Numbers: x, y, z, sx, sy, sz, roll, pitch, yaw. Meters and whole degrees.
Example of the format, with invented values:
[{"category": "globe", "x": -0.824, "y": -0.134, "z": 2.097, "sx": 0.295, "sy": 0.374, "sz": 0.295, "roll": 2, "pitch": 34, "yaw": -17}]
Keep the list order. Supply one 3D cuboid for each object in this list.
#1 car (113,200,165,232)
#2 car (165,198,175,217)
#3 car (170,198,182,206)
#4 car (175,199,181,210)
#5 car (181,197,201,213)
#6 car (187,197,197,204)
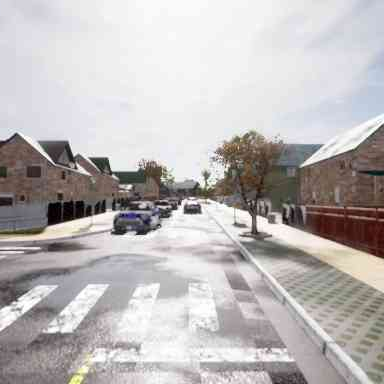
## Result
[{"category": "car", "x": -3.245, "y": 1.382, "z": 20.416, "sx": 2.097, "sy": 1.767, "sz": 4.553, "roll": 0, "pitch": 0, "yaw": 5}, {"category": "car", "x": -2.887, "y": 1.557, "z": 31.562, "sx": 1.837, "sy": 1.490, "sz": 4.892, "roll": 0, "pitch": 0, "yaw": 0}, {"category": "car", "x": -2.828, "y": 1.848, "z": 60.356, "sx": 1.895, "sy": 1.301, "sz": 4.718, "roll": 0, "pitch": 0, "yaw": 0}, {"category": "car", "x": -2.899, "y": 1.578, "z": 44.689, "sx": 1.882, "sy": 1.535, "sz": 5.008, "roll": 0, "pitch": 0, "yaw": 0}, {"category": "car", "x": 0.050, "y": 1.638, "z": 38.282, "sx": 1.994, "sy": 1.385, "sz": 4.181, "roll": 0, "pitch": 0, "yaw": 0}, {"category": "car", "x": 0.011, "y": 1.800, "z": 69.075, "sx": 1.994, "sy": 1.385, "sz": 4.181, "roll": 0, "pitch": 0, "yaw": 0}]
